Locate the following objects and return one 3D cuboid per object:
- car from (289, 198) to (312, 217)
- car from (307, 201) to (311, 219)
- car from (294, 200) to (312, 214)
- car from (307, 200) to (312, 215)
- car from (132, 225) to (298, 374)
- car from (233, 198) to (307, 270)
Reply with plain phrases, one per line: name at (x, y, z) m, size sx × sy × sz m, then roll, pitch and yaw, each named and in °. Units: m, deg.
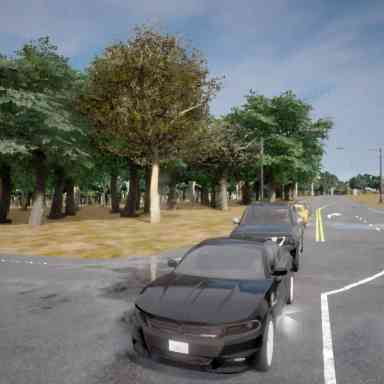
car at (11.410, 1.562, 34.847) m, size 2.097 × 1.767 × 4.553 m, roll -1°, pitch 0°, yaw 21°
car at (7.298, 1.663, 23.978) m, size 1.882 × 1.535 × 5.008 m, roll -1°, pitch 0°, yaw 21°
car at (13.418, 1.746, 40.052) m, size 1.812 × 1.442 × 4.674 m, roll -1°, pitch 0°, yaw 21°
car at (9.370, 1.723, 29.477) m, size 1.812 × 1.442 × 4.674 m, roll -1°, pitch 0°, yaw 21°
car at (0.758, 1.612, 6.195) m, size 1.882 × 1.535 × 5.008 m, roll -1°, pitch -2°, yaw 21°
car at (2.894, 1.459, 12.330) m, size 2.150 × 2.045 × 5.566 m, roll -2°, pitch 0°, yaw 21°
